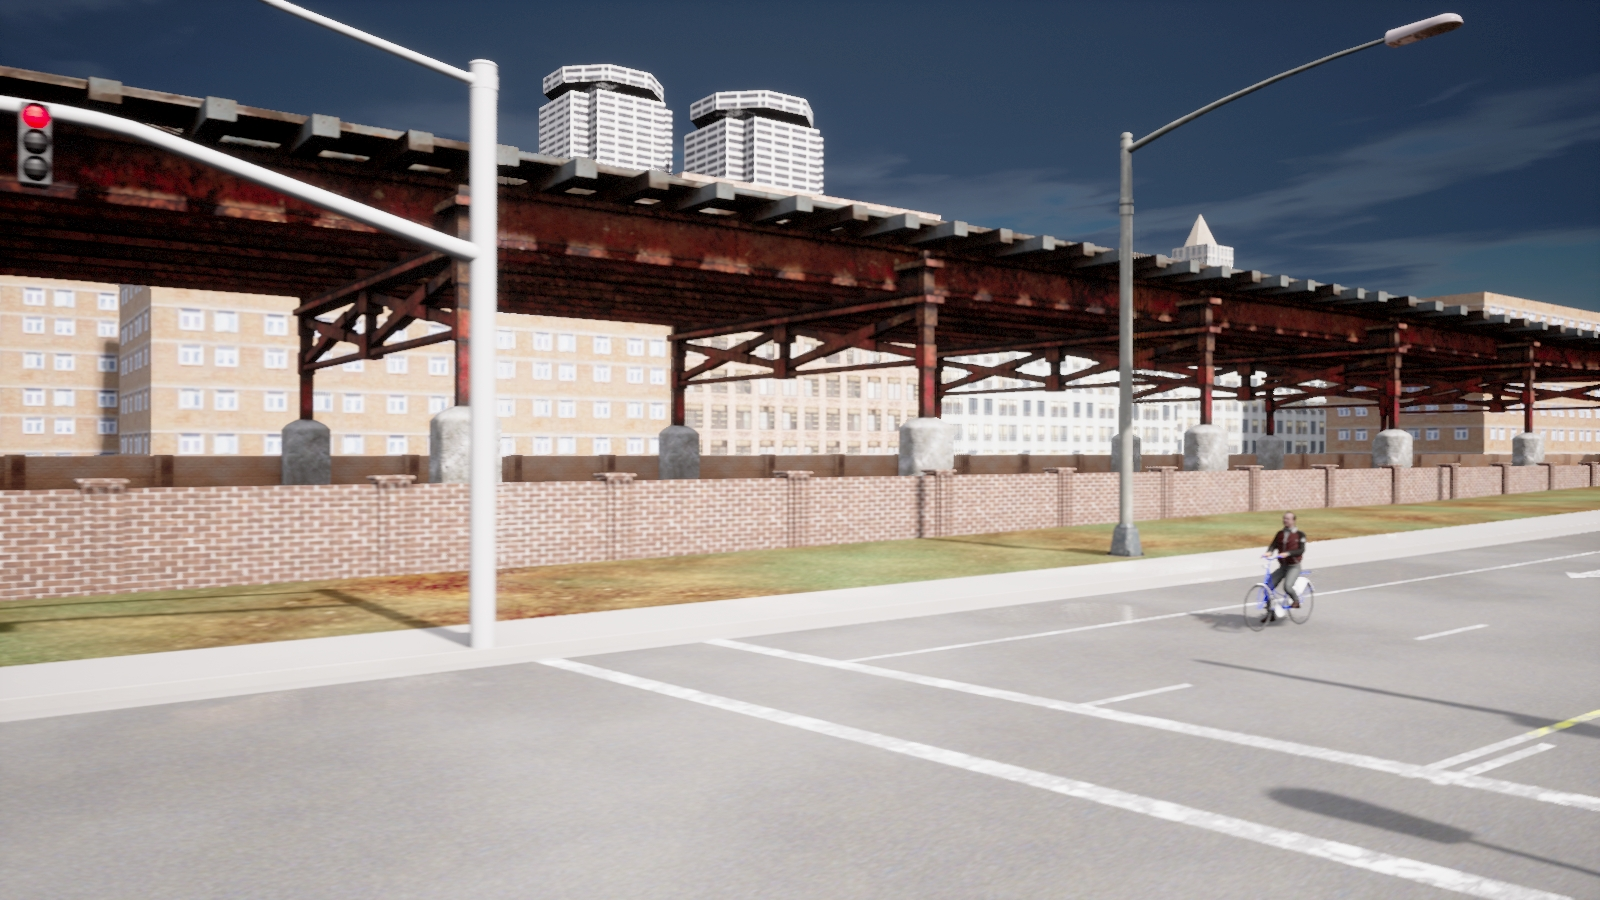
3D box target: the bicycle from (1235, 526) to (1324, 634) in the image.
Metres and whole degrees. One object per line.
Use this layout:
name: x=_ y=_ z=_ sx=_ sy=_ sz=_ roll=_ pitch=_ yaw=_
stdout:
bicycle: x=7.344 y=1.952 z=17.460 sx=1.835 sy=1.496 sz=0.329 roll=0 pitch=0 yaw=-35
